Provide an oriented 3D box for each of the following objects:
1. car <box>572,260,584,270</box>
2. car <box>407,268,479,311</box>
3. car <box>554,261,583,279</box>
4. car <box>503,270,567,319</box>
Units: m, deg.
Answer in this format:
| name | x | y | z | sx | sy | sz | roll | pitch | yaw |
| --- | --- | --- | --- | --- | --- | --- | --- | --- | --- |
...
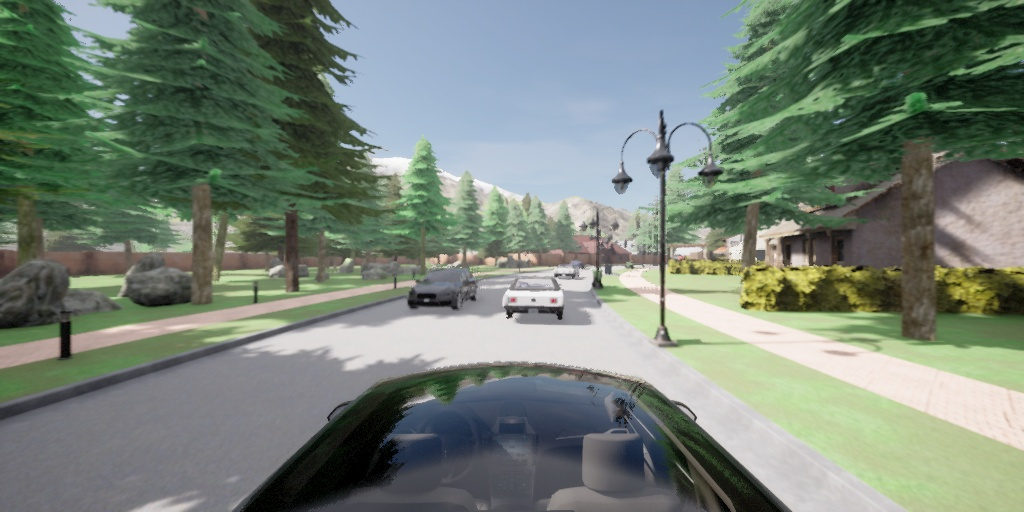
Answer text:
| name | x | y | z | sx | sy | sz | roll | pitch | yaw |
| --- | --- | --- | --- | --- | --- | --- | --- | --- | --- |
| car | 9.530 | 1.375 | 54.039 | 1.812 | 1.442 | 4.674 | 0 | 0 | 28 |
| car | -2.630 | 1.265 | 14.648 | 1.837 | 1.490 | 4.892 | 0 | 0 | 7 |
| car | 5.293 | 1.411 | 34.136 | 1.895 | 1.301 | 4.718 | 0 | 0 | 17 |
| car | 0.863 | 1.369 | 12.957 | 1.895 | 1.301 | 4.718 | 0 | 0 | 6 |
